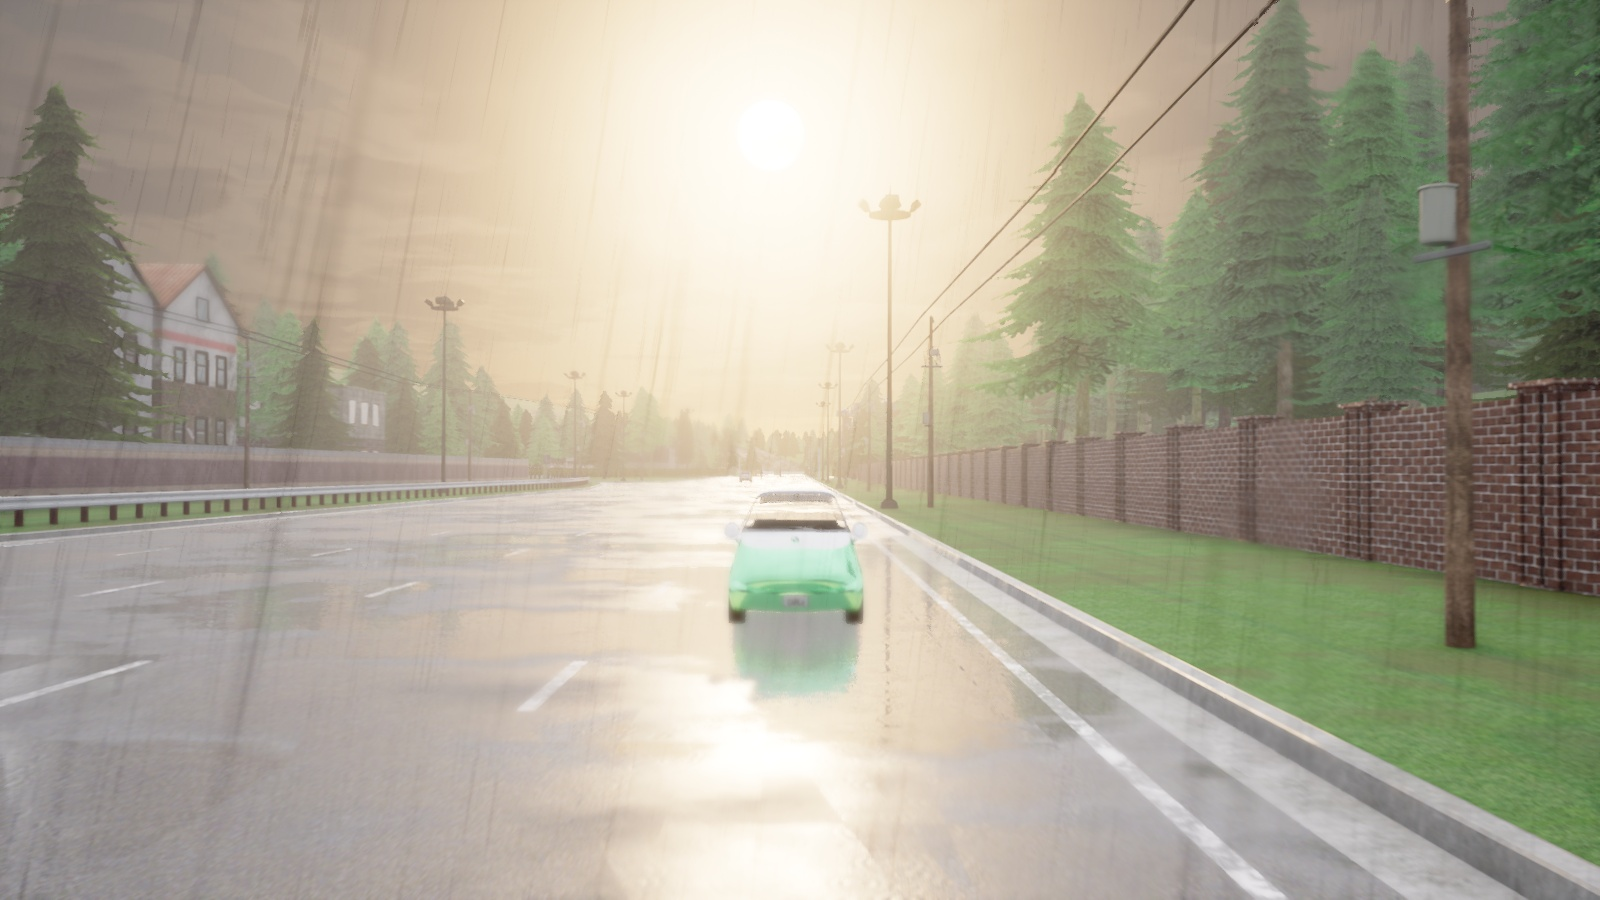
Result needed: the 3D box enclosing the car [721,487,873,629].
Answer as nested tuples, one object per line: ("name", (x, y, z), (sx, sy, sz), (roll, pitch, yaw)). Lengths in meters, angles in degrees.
("car", (-0.032, 1.093, 13.405), (1.481, 1.376, 2.207), (0, -2, 0))
